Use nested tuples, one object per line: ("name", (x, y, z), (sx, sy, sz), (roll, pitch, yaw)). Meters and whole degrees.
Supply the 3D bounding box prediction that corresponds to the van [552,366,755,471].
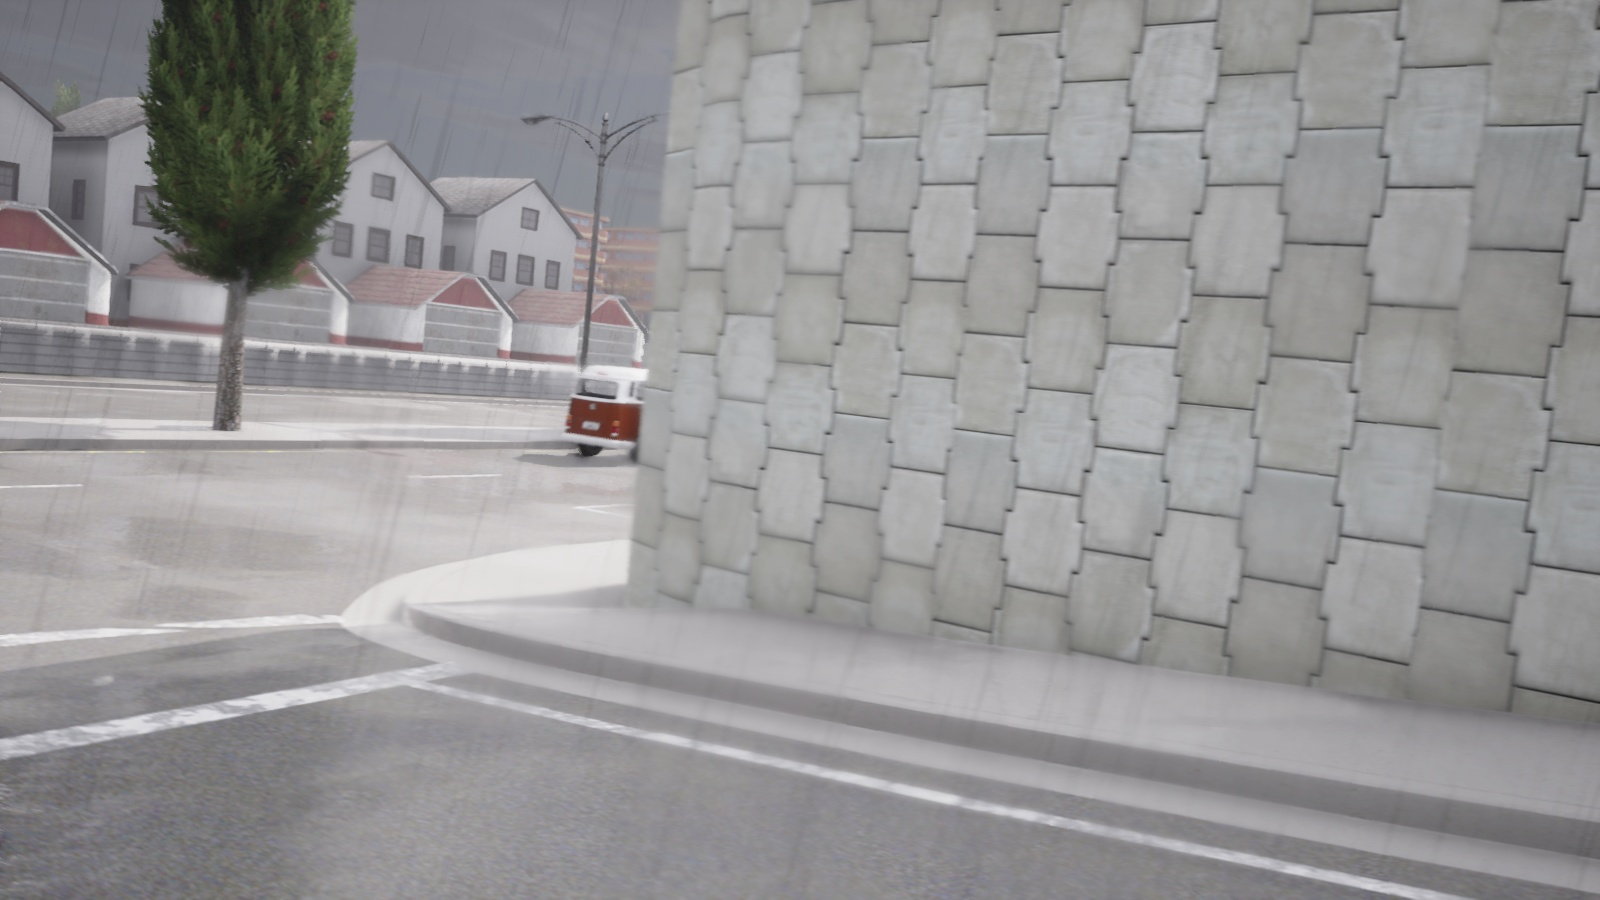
("van", (-3.208, -0.714, 28.417), (2.069, 2.038, 4.480), (7, 4, 32))
